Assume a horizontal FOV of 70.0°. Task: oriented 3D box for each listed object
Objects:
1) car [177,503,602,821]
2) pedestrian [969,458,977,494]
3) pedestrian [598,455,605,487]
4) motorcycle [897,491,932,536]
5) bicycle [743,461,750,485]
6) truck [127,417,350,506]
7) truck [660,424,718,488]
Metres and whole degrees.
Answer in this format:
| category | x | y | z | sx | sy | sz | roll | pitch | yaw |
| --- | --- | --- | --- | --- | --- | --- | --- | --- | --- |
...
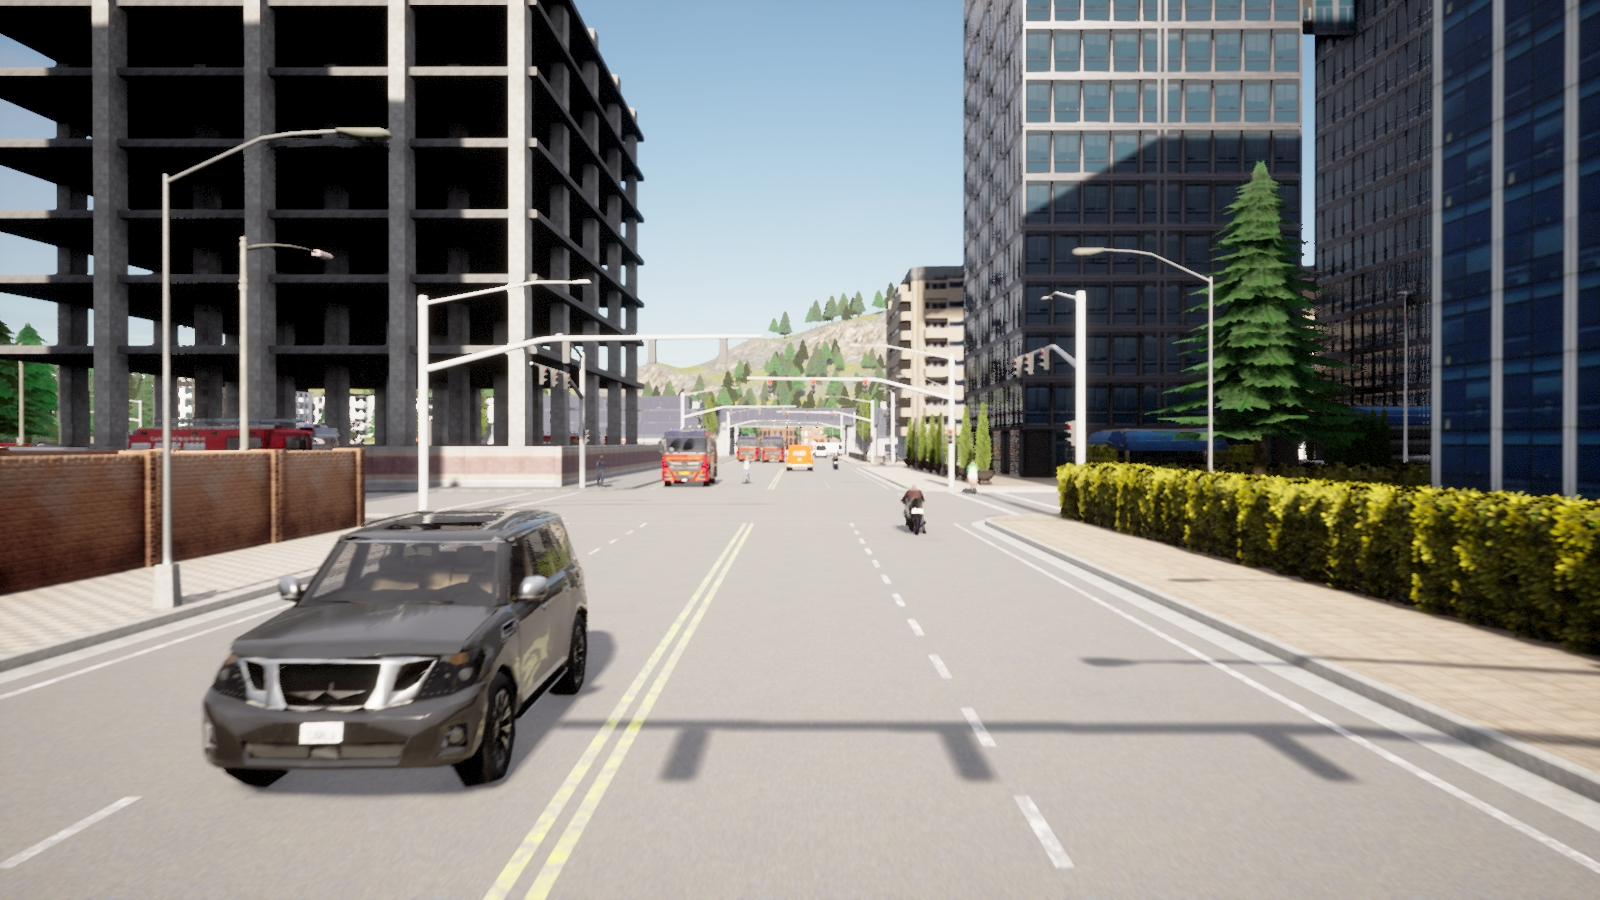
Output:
| category | x | y | z | sx | sy | sz | roll | pitch | yaw |
| --- | --- | --- | --- | --- | --- | --- | --- | --- | --- |
| car | -3.502 | 1.685 | 11.180 | 2.150 | 2.045 | 5.566 | 0 | 0 | 0 |
| pedestrian | 9.197 | 1.384 | 60.722 | 0.375 | 1.860 | 0.375 | 0 | 0 | 1 |
| pedestrian | -11.425 | 1.197 | 65.765 | 0.375 | 1.860 | 0.375 | 0 | 0 | -18 |
| motorcycle | 3.498 | 1.933 | 35.045 | 0.867 | 1.251 | 2.209 | 0 | 0 | 0 |
| bicycle | -3.505 | 1.488 | 74.870 | 0.373 | 1.496 | 1.643 | 0 | 1 | 0 |
| truck | -24.733 | 0.506 | 50.634 | 8.468 | 3.827 | 2.891 | 0 | 0 | 0 |
| truck | -7.005 | 0.336 | 73.122 | 2.891 | 3.827 | 8.468 | 0 | 0 | 0 |
